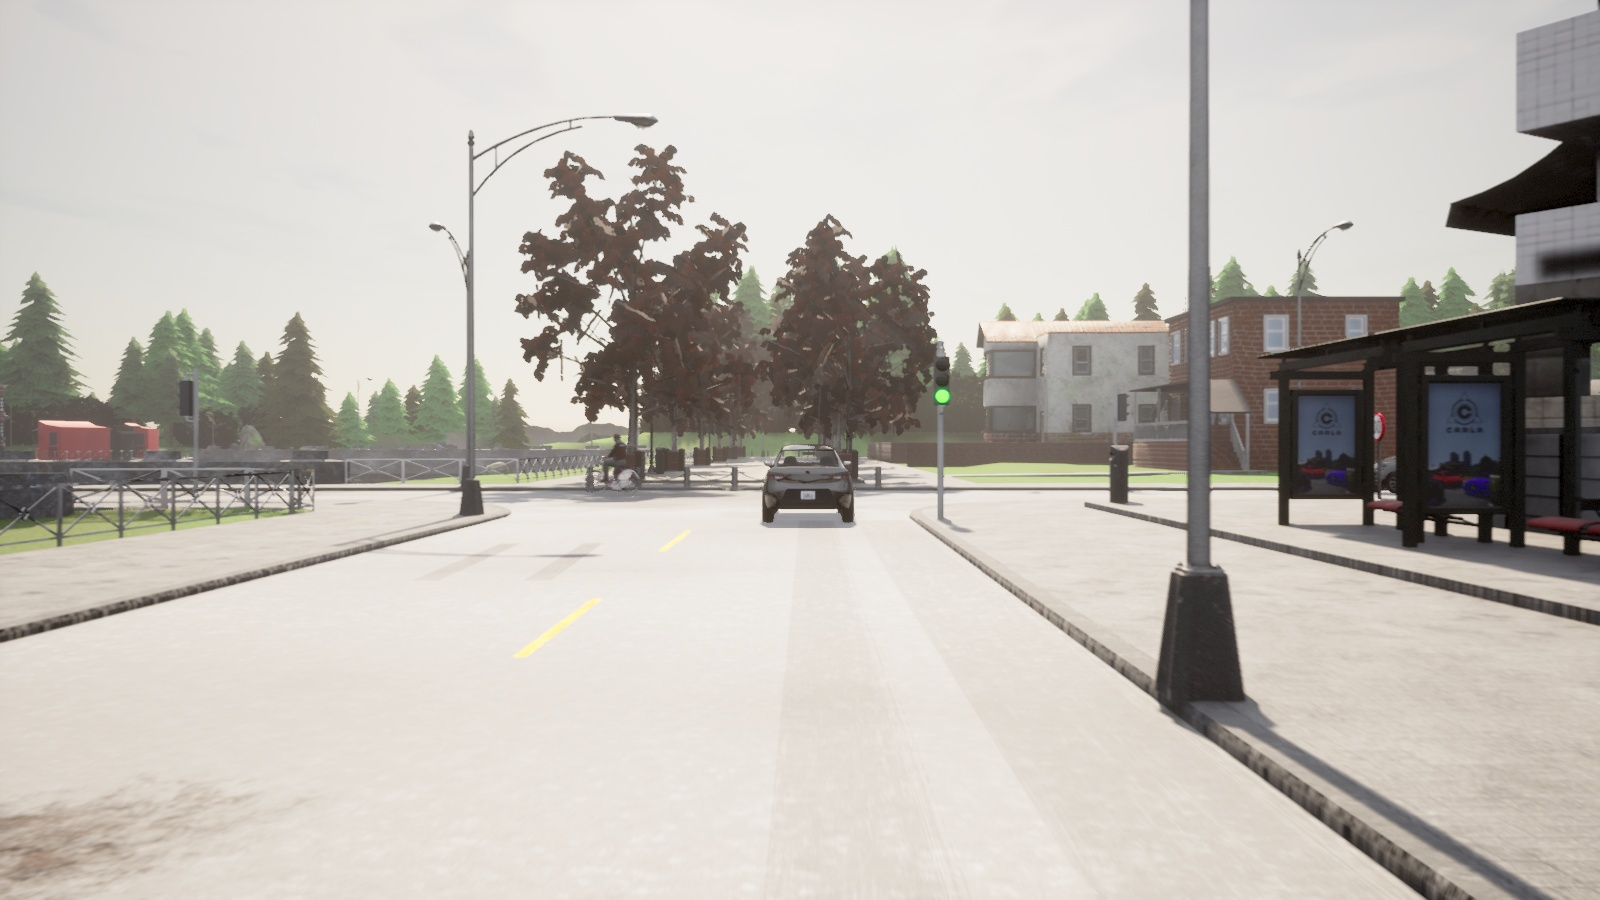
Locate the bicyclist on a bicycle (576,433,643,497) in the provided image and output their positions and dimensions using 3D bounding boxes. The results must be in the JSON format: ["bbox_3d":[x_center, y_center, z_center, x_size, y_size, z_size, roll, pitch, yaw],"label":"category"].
[{"bbox_3d":[-5.425,0.411,35.756,1.843,1.776,0.659,0,2,28],"label":"bicyclist on a bicycle"}]

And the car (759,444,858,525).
[{"bbox_3d":[0.157,0.619,25.105,1.816,1.474,4.193,0,0,0],"label":"car"}]

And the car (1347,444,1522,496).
[{"bbox_3d":[18.446,0.568,36.638,4.193,1.474,1.816,0,0,0],"label":"car"}]
